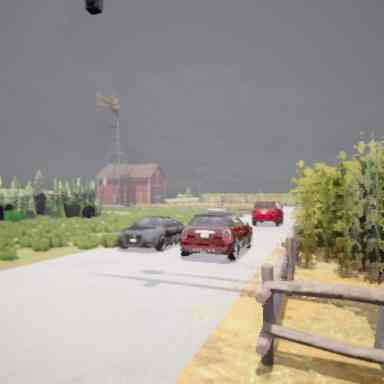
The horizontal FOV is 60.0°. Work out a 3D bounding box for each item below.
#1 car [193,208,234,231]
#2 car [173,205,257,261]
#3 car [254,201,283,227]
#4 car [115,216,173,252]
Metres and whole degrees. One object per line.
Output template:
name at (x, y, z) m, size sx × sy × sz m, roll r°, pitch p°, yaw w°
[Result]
car at (1.726, 1.972, 24.879) m, size 1.812 × 1.442 × 4.674 m, roll 0°, pitch -1°, yaw 20°
car at (1.174, 1.606, 13.830) m, size 2.097 × 1.767 × 4.553 m, roll 0°, pitch -1°, yaw 20°
car at (6.496, 1.770, 28.427) m, size 2.150 × 2.045 × 5.566 m, roll 0°, pitch -1°, yaw 20°
car at (-1.721, 1.818, 15.372) m, size 1.994 × 1.385 × 4.181 m, roll 0°, pitch -1°, yaw 20°
